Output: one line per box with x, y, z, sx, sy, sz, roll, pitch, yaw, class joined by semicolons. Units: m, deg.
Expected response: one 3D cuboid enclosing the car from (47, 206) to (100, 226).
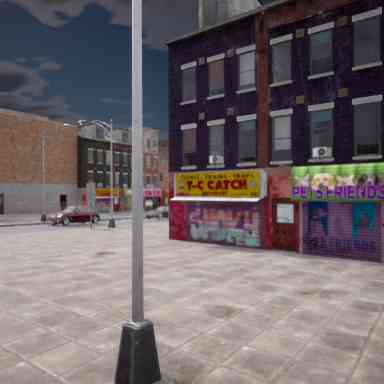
-9.514;1.825;26.737;1.967;1.590;4.097;-2;-2;36;car

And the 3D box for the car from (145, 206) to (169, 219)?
-3.088;2.171;35.529;2.008;1.369;4.403;-2;-2;36;car
